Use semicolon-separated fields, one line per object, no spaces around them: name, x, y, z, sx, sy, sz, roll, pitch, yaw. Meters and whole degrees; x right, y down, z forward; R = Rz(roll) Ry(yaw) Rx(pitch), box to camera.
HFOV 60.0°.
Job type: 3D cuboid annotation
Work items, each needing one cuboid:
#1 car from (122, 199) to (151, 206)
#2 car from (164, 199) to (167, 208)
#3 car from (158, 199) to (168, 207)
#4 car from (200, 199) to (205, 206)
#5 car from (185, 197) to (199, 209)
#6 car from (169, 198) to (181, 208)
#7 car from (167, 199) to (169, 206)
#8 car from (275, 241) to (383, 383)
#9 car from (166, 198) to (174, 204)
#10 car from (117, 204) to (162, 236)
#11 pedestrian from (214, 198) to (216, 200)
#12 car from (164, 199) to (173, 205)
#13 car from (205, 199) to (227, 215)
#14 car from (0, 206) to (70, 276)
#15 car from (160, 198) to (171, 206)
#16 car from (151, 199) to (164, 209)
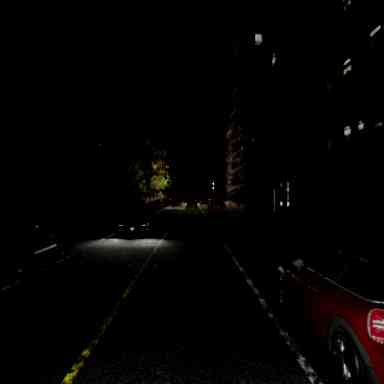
car;-5.704;1.637;33.061;2.192;1.841;5.009;0;-1;0
car;-5.716;1.984;55.214;1.967;1.590;4.097;0;-1;0
car;-5.722;2.182;66.119;1.752;1.417;4.829;0;-1;0
car;2.655;2.266;71.834;2.008;1.369;4.403;0;-1;0
car;-0.012;2.039;54.181;1.837;1.490;4.892;0;-1;0
car;-3.074;1.961;61.589;2.097;1.767;4.553;0;-1;1
car;-5.719;2.183;60.751;1.802;1.307;4.206;0;-1;0
car;2.690;1.493;5.375;1.967;1.590;4.097;0;-1;0
car;-5.863;2.435;88.443;1.887;1.381;4.507;0;-1;0
car;-3.110;1.696;19.712;1.837;1.490;4.892;0;-1;0
pedestrian;2.978;1.712;42.746;0.375;1.860;0.375;0;-1;-5
car;-5.809;2.382;82.903;2.008;1.369;4.403;0;-1;0
car;2.979;1.741;39.935;2.097;1.767;4.553;0;-1;0
car;-5.693;1.421;10.907;2.192;1.841;5.009;0;-1;0
car;-5.725;2.156;71.829;1.967;1.590;4.097;0;-1;0
car;-5.714;2.054;49.674;1.947;1.339;4.313;0;-1;0
